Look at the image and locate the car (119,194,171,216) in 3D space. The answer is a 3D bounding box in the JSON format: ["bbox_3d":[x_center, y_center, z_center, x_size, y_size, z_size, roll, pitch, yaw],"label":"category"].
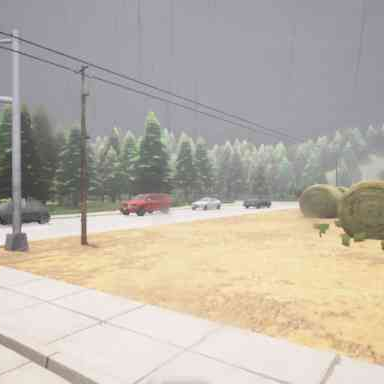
[{"bbox_3d":[-4.377,1.179,31.979,2.150,2.045,5.566,0,0,37],"label":"car"}]

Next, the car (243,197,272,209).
[{"bbox_3d":[8.495,1.408,43.100,2.033,1.411,5.357,0,0,37],"label":"car"}]

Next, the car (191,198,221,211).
[{"bbox_3d":[1.807,1.427,40.287,1.812,1.442,4.674,0,0,37],"label":"car"}]

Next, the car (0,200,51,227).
[{"bbox_3d":[-11.854,1.372,21.923,2.097,1.767,4.553,0,0,37],"label":"car"}]
